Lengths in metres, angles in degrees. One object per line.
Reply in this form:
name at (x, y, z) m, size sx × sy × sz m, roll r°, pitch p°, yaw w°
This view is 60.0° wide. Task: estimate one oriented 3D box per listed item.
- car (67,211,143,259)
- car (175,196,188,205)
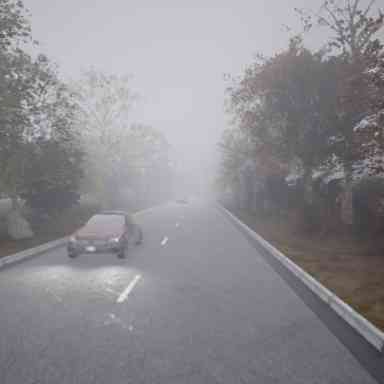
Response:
car at (-3.016, 1.460, 12.451) m, size 1.812 × 1.442 × 4.674 m, roll 1°, pitch 0°, yaw 2°
car at (-1.679, 1.311, 54.608) m, size 2.033 × 1.411 × 5.357 m, roll 1°, pitch 0°, yaw 2°
